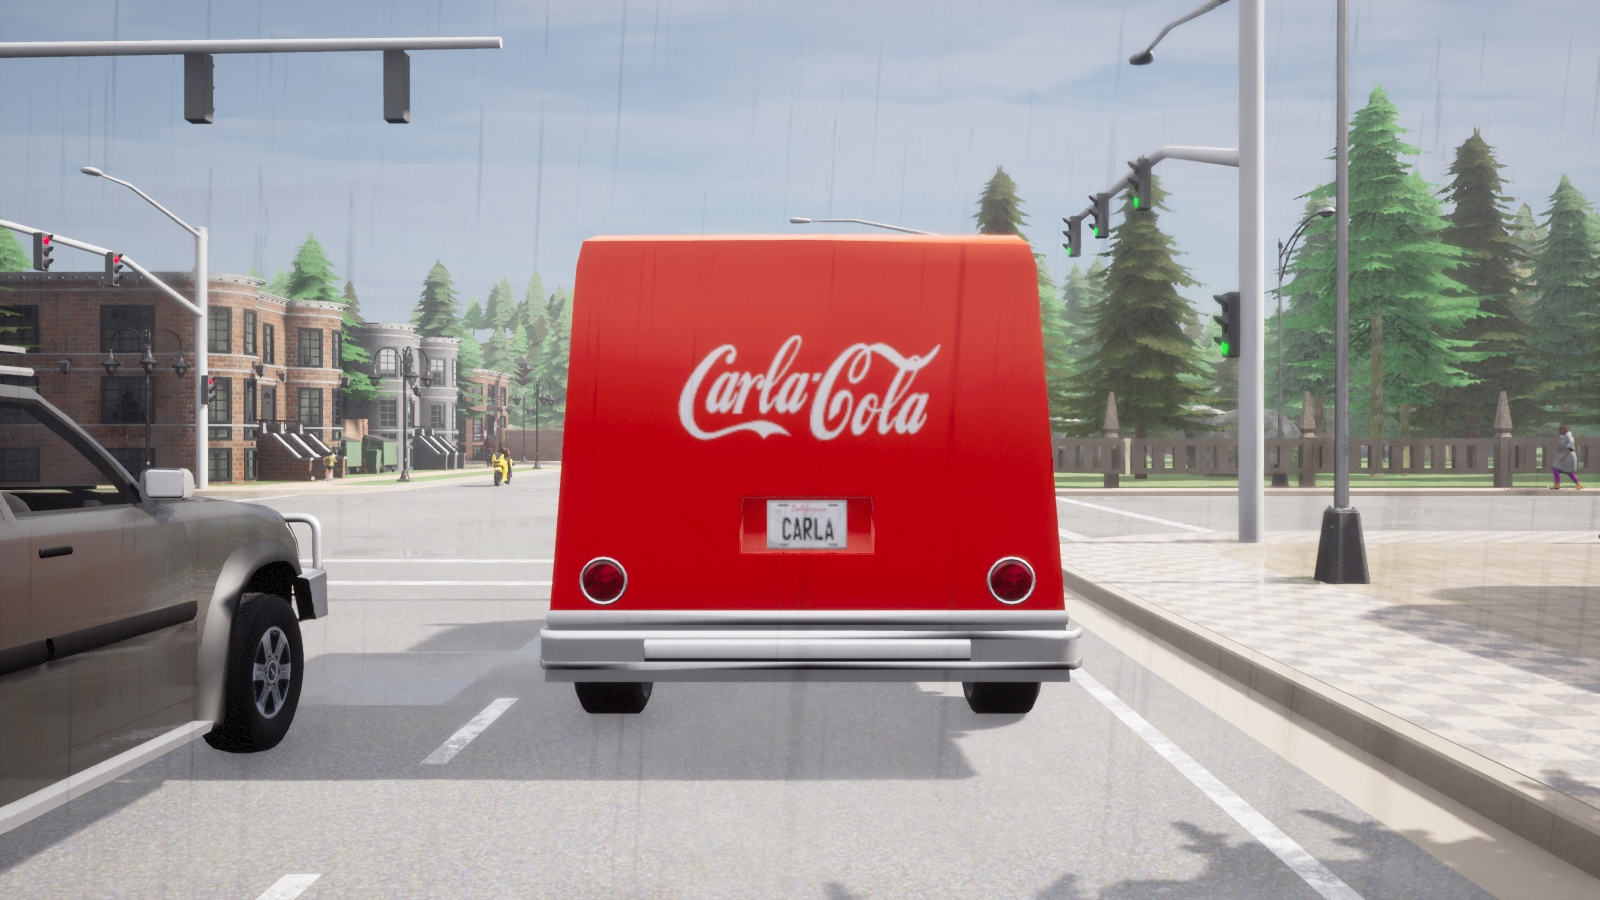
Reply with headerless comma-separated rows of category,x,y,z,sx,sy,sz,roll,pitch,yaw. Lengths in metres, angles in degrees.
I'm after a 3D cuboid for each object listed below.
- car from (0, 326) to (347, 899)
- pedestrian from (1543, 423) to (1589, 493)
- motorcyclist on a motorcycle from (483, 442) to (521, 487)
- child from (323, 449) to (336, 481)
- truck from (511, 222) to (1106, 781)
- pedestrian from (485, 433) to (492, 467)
car,-3.469,0.534,4.594,1.932,1.855,4.605,0,0,0
pedestrian,21.468,0.224,35.210,0.873,1.952,0.659,0,0,-1
motorcyclist on a motorcycle,-10.318,0.475,43.537,0.797,1.523,2.044,0,0,0
child,-16.508,0.523,44.103,0.255,1.110,0.394,0,0,11
truck,0.046,0.214,8.158,2.627,2.467,5.204,0,0,0
pedestrian,-16.646,0.005,67.090,0.331,1.846,0.636,0,0,-8
